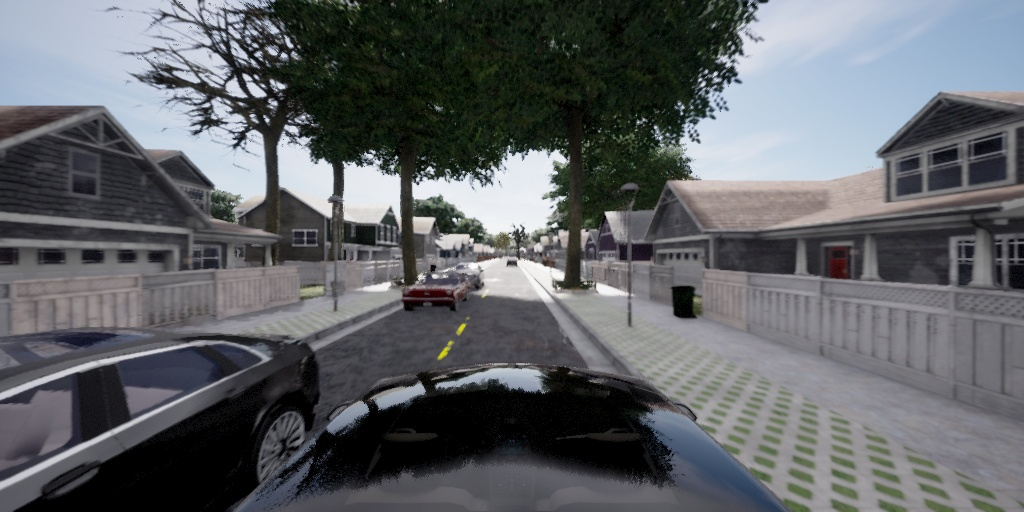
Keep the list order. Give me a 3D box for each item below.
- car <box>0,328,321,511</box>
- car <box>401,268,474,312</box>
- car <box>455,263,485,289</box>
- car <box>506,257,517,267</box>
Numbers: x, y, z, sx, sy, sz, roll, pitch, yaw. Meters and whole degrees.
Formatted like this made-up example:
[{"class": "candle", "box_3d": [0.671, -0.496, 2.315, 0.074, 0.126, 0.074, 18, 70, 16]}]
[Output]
[{"class": "car", "box_3d": [-2.847, 1.243, 1.649, 2.128, 1.511, 4.902, 0, 0, 0]}, {"class": "car", "box_3d": [-2.824, 1.313, 14.192, 1.895, 1.301, 4.718, 0, 0, 0]}, {"class": "car", "box_3d": [-2.755, 1.184, 22.458, 2.128, 1.511, 4.902, 0, 0, 0]}, {"class": "car", "box_3d": [-0.014, 1.065, 62.992, 1.882, 1.535, 5.008, 0, 0, 0]}]
